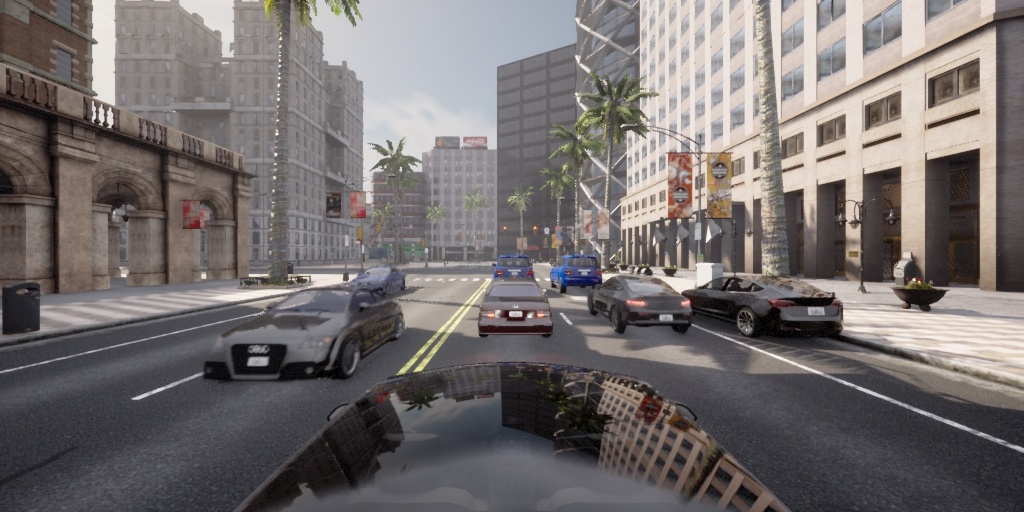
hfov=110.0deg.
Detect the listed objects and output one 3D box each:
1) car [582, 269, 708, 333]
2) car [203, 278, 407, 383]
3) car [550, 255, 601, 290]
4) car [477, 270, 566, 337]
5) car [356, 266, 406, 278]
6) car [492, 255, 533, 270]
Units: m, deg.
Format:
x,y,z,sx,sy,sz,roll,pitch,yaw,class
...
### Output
x,y,z,sx,sy,sz,roll,pitch,yaw,class
3.564,1.276,10.638,1.812,1.442,4.674,0,0,-1,car
-3.611,1.314,7.087,1.994,1.385,4.181,0,0,0,car
3.547,0.971,20.601,2.150,2.045,5.566,0,0,-2,car
0.070,1.297,10.248,2.033,1.411,5.357,0,0,0,car
-7.108,1.273,19.500,1.812,1.442,4.674,0,0,0,car
0.048,0.971,20.467,2.150,2.045,5.566,0,0,-2,car
